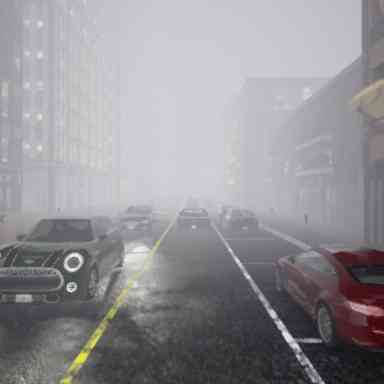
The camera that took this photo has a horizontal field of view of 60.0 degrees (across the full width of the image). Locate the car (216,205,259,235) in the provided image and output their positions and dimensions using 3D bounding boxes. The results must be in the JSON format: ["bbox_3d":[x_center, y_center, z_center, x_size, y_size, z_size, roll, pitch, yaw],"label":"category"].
[{"bbox_3d":[2.687,1.596,18.938,2.008,1.369,4.403,0,0,0],"label":"car"}]

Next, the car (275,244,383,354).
[{"bbox_3d":[2.740,1.597,6.021,1.802,1.307,4.206,0,0,0],"label":"car"}]

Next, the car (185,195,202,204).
[{"bbox_3d":[0.087,1.590,45.576,1.882,1.535,5.008,0,0,0],"label":"car"}]

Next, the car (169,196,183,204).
[{"bbox_3d":[-3.019,1.525,67.872,2.097,1.767,4.553,0,0,0],"label":"car"}]

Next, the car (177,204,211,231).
[{"bbox_3d":[0.094,1.650,20.758,1.895,1.301,4.718,0,0,0],"label":"car"}]

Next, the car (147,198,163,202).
[{"bbox_3d":[-5.697,1.667,47.179,2.008,1.369,4.403,0,0,0],"label":"car"}]

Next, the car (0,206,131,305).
[{"bbox_3d":[-3.097,1.372,8.368,2.097,1.767,4.553,0,0,0],"label":"car"}]

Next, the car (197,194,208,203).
[{"bbox_3d":[2.380,1.430,76.165,2.150,2.045,5.566,0,0,0],"label":"car"}]

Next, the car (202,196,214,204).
[{"bbox_3d":[2.682,1.715,52.829,1.802,1.307,4.206,0,0,0],"label":"car"}]

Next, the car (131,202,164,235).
[{"bbox_3d":[-3.095,1.538,19.355,2.128,1.511,4.902,0,0,0],"label":"car"}]

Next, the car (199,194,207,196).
[{"bbox_3d":[2.681,1.590,58.478,1.967,1.590,4.097,0,0,0],"label":"car"}]

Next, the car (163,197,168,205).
[{"bbox_3d":[-5.700,1.693,58.477,1.887,1.381,4.507,0,0,0],"label":"car"}]

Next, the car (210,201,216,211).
[{"bbox_3d":[2.687,1.610,24.586,2.008,1.369,4.403,0,0,0],"label":"car"}]
